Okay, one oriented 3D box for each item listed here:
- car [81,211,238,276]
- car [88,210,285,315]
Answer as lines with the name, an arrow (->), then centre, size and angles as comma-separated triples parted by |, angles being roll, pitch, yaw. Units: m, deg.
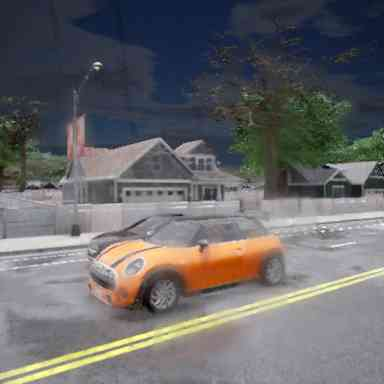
car -> -0.913, 1.500, 11.019 | 4.892, 1.490, 1.837 | 0, 0, -35
car -> 0.033, 1.348, 7.701 | 4.553, 1.767, 2.097 | 0, 0, -36
